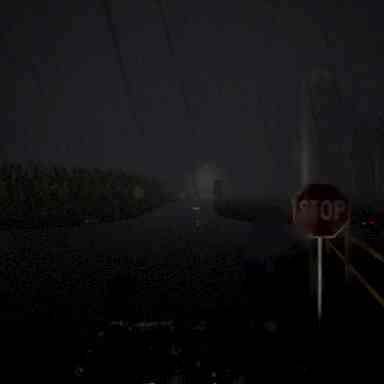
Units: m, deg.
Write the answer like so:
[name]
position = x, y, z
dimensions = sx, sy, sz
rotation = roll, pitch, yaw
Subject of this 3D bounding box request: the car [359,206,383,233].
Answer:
[car]
position = 10.303, 1.256, 15.560
dimensions = 4.674, 1.442, 1.812
rotation = 0, 0, -2
